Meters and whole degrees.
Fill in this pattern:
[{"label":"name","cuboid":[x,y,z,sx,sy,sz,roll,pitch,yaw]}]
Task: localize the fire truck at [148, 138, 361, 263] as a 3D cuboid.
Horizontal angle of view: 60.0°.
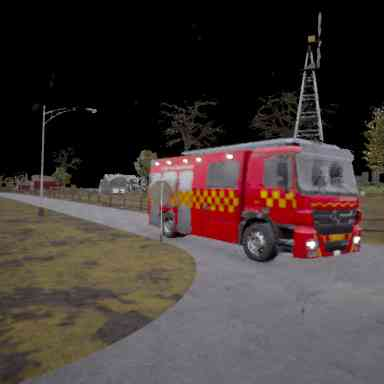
[{"label":"fire truck","cuboid":[1.549,0.118,12.470,2.891,3.827,8.468,2,0,-35]}]
